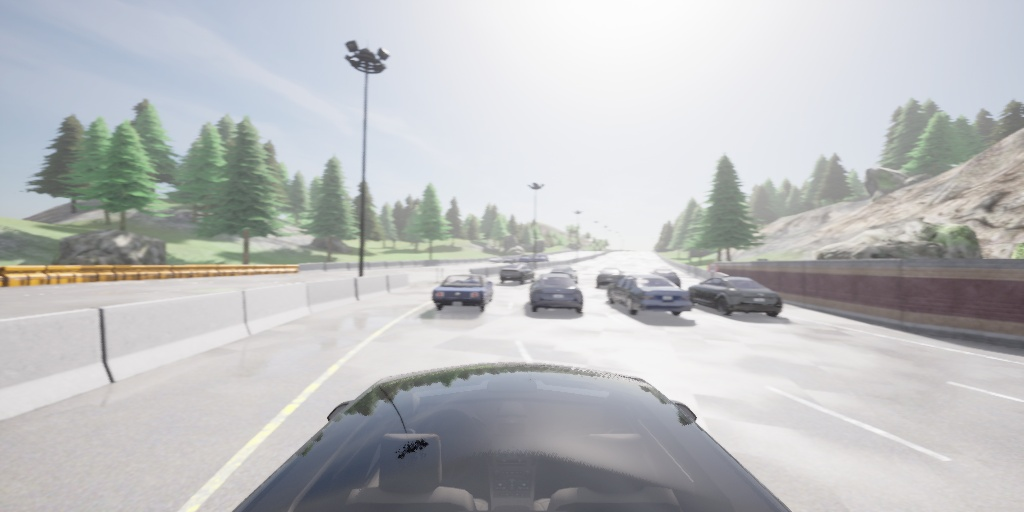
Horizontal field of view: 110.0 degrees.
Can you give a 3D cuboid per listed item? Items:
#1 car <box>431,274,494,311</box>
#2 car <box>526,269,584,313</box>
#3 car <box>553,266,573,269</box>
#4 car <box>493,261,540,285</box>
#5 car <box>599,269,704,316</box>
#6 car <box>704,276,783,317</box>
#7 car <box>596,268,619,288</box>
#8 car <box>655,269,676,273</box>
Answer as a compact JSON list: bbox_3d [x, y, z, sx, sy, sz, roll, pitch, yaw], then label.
[{"bbox_3d":[-1.804,1.377,14.575,1.895,1.301,4.718,1,0,2],"label":"car"},{"bbox_3d":[1.717,1.398,14.671,1.994,1.385,4.181,1,0,2],"label":"car"},{"bbox_3d":[3.862,1.449,27.089,1.812,1.442,4.674,1,0,18],"label":"car"},{"bbox_3d":[0.495,1.368,28.053,2.128,1.511,4.902,1,0,18],"label":"car"},{"bbox_3d":[5.186,1.436,14.296,2.033,1.411,5.357,1,0,2],"label":"car"},{"bbox_3d":[8.712,1.511,14.502,1.994,1.385,4.181,1,0,2],"label":"car"},{"bbox_3d":[7.185,1.534,25.990,1.994,1.385,4.181,1,0,18],"label":"car"},{"bbox_3d":[10.539,1.581,24.987,1.994,1.385,4.181,1,0,18],"label":"car"}]
